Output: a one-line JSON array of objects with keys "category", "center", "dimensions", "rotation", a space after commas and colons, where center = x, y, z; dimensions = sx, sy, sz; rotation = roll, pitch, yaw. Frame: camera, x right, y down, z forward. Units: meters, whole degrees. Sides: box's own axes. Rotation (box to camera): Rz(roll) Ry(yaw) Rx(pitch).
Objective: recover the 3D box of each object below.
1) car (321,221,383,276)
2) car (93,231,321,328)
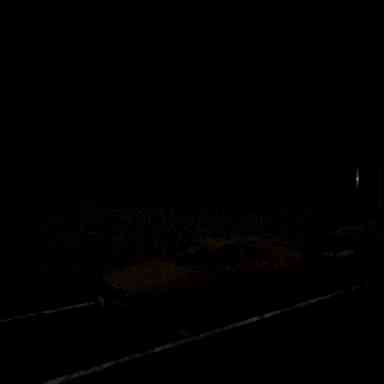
[{"category": "car", "center": [5.210, 1.597, 10.367], "dimensions": [4.206, 1.307, 1.802], "rotation": [0, 0, -36]}, {"category": "car", "center": [0.450, 1.532, 6.971], "dimensions": [4.829, 1.417, 1.752], "rotation": [0, 0, -36]}]
